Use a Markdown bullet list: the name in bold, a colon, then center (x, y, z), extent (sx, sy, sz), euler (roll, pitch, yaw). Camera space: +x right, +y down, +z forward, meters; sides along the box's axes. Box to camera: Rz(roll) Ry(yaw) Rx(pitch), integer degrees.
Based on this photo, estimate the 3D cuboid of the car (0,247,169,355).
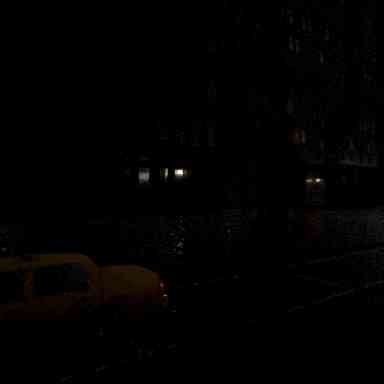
- **car**: center (-2.667, 1.529, 4.747), extent (4.829, 1.417, 1.752), euler (1, 0, -36)
